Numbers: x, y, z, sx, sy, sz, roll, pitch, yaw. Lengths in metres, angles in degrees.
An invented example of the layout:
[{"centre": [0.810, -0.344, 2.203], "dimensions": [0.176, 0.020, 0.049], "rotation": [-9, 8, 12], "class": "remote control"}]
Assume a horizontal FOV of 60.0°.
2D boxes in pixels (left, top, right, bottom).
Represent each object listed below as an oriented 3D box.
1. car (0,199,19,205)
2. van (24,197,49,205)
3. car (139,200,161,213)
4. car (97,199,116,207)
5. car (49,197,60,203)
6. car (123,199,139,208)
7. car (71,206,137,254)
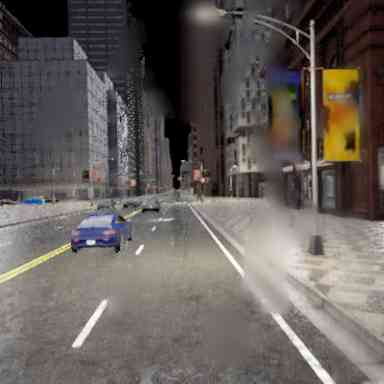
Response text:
[{"centre": [-38.955, 2.211, 70.286], "dimensions": [4.206, 1.307, 1.802], "rotation": [-1, 1, -2], "class": "car"}, {"centre": [-33.316, 1.870, 70.507], "dimensions": [3.998, 1.788, 1.690], "rotation": [-1, 1, -2], "class": "van"}, {"centre": [-4.601, 1.575, 38.338], "dimensions": [1.994, 1.385, 4.181], "rotation": [-1, 0, -2], "class": "car"}, {"centre": [-11.473, 1.664, 44.837], "dimensions": [1.837, 1.490, 4.892], "rotation": [-1, 0, -2], "class": "car"}, {"centre": [-33.652, 1.973, 79.027], "dimensions": [4.313, 1.339, 1.947], "rotation": [-1, 1, -2], "class": "car"}, {"centre": [-8.238, 1.679, 45.459], "dimensions": [1.895, 1.301, 4.718], "rotation": [-1, 0, -2], "class": "car"}, {"centre": [-3.613, 1.578, 13.867], "dimensions": [1.812, 1.442, 4.674], "rotation": [-1, 0, -2], "class": "car"}]
